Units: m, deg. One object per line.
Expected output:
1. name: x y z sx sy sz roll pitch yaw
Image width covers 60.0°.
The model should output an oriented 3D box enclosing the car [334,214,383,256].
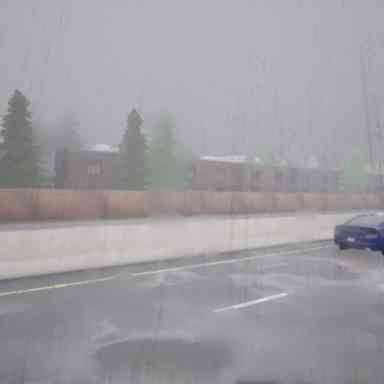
1. car: 7.936 1.634 13.797 5.008 1.535 1.882 0 0 -35
